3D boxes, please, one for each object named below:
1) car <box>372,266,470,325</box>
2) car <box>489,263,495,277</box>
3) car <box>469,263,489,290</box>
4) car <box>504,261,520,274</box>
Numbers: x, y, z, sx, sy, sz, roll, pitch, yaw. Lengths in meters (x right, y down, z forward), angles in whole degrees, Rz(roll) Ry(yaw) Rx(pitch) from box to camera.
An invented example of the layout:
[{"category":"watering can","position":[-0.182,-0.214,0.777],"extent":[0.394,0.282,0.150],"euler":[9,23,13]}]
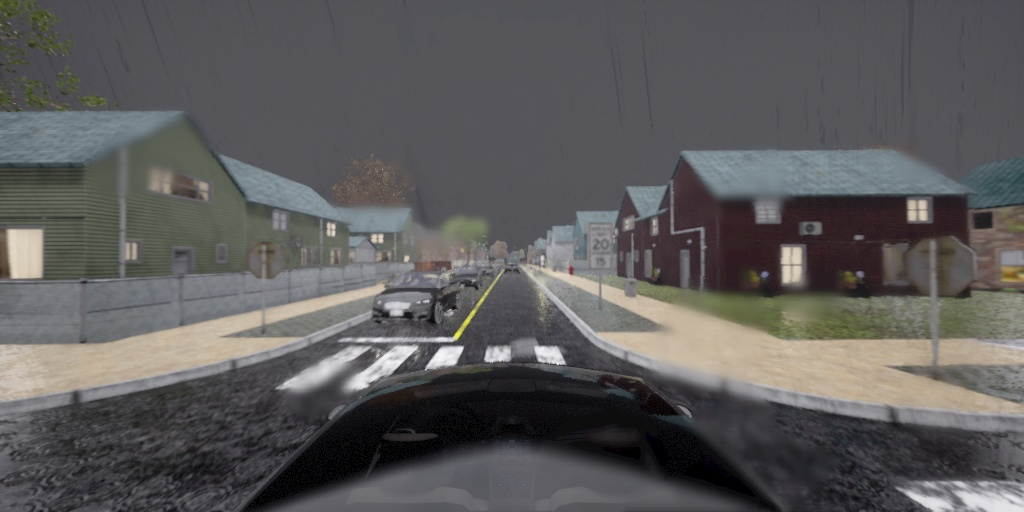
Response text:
[{"category":"car","position":[-2.959,1.264,12.008],"extent":[2.128,1.511,4.902],"euler":[0,0,3]},{"category":"car","position":[-2.836,1.431,36.686],"extent":[1.994,1.385,4.181],"euler":[0,0,1]},{"category":"car","position":[-2.856,1.353,23.311],"extent":[2.033,1.411,5.357],"euler":[0,0,0]},{"category":"car","position":[-0.009,1.406,43.864],"extent":[1.837,1.490,4.892],"euler":[0,0,0]}]
